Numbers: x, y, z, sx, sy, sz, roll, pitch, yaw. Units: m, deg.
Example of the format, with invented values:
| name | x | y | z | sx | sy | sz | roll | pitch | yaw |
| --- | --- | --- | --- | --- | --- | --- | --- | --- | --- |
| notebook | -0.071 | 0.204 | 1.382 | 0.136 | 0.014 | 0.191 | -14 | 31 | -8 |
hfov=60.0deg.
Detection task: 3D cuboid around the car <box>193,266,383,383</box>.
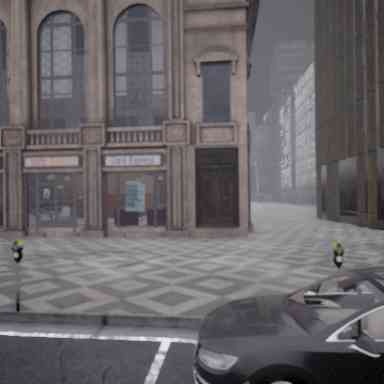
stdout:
| name | x | y | z | sx | sy | sz | roll | pitch | yaw |
| --- | --- | --- | --- | --- | --- | --- | --- | --- | --- |
| car | 2.206 | 1.546 | 3.610 | 4.403 | 1.369 | 2.008 | 0 | 0 | 6 |
